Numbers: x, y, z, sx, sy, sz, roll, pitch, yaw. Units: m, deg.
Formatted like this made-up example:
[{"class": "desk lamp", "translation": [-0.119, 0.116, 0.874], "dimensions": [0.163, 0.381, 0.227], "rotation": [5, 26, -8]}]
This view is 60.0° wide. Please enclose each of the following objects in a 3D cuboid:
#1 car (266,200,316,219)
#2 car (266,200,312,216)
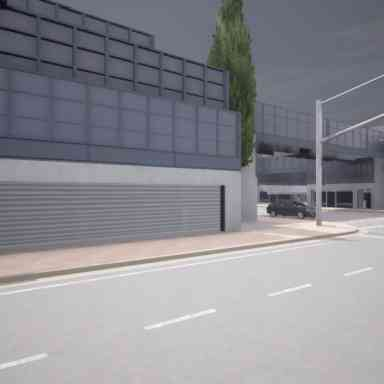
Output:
[{"class": "car", "translation": [8.723, 1.505, 28.929], "dimensions": [1.837, 1.490, 4.892], "rotation": [0, 0, -37]}, {"class": "car", "translation": [9.691, 1.564, 33.481], "dimensions": [1.994, 1.385, 4.181], "rotation": [0, 0, -37]}]
